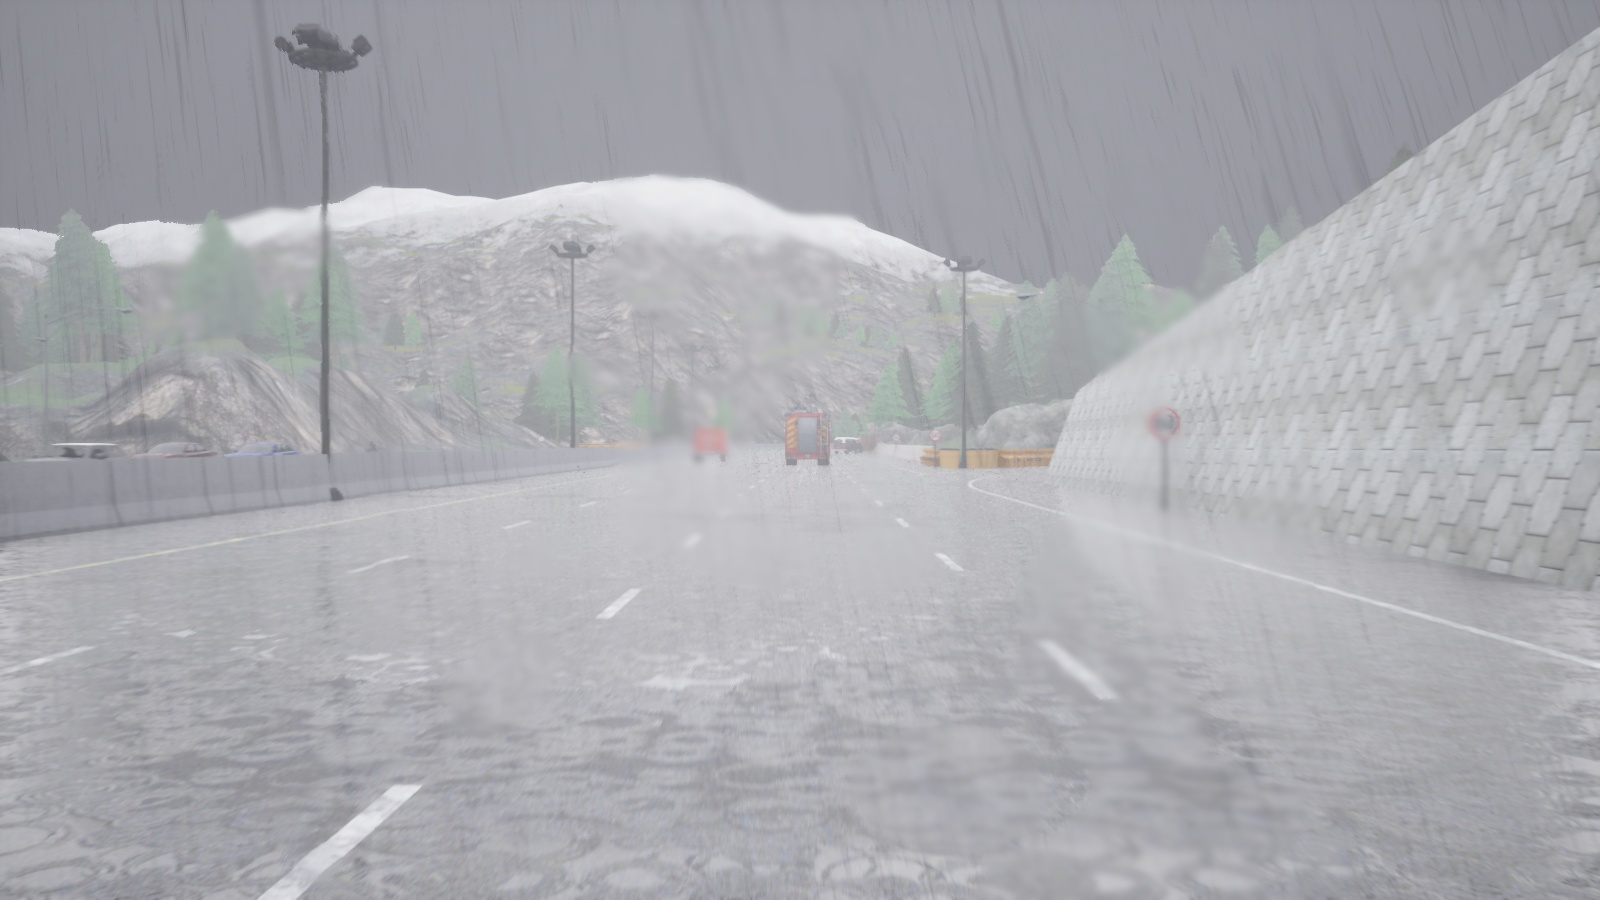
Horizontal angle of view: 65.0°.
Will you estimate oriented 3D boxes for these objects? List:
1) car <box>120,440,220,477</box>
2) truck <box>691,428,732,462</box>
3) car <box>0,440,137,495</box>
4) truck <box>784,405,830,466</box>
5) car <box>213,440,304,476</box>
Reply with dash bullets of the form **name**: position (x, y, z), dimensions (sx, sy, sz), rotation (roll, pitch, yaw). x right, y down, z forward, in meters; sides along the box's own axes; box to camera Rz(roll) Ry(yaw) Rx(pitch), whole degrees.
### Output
- **car**: position (-27.671, 0.344, 55.378), dimensions (1.882, 1.535, 5.008), rotation (0, 0, 0)
- **truck**: position (-6.460, -0.348, 92.390), dimensions (2.627, 2.467, 5.204), rotation (0, 0, 0)
- **car**: position (-20.783, 0.465, 35.570), dimensions (1.970, 1.475, 3.806), rotation (0, 0, 0)
- **truck**: position (0.490, -0.958, 83.531), dimensions (2.891, 3.827, 8.468), rotation (0, 0, 0)
- **car**: position (-24.166, 0.341, 56.245), dimensions (1.882, 1.535, 5.008), rotation (0, 0, 0)
